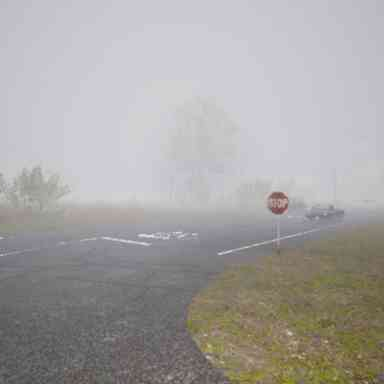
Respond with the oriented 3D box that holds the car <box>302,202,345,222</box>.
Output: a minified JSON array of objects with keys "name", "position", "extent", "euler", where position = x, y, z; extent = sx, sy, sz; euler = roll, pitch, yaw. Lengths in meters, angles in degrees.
[{"name":"car","position":[11.140,1.716,27.575],"extent":[1.895,1.301,4.718],"euler":[0,0,39]}]

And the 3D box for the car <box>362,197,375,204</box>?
[{"name":"car","position":[38.126,1.834,71.933],"extent":[1.895,1.301,4.718],"euler":[0,0,39]}]

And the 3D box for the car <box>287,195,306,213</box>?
[{"name":"car","position":[11.585,1.389,39.244],"extent":[2.150,2.045,5.566],"euler":[0,0,39]}]
